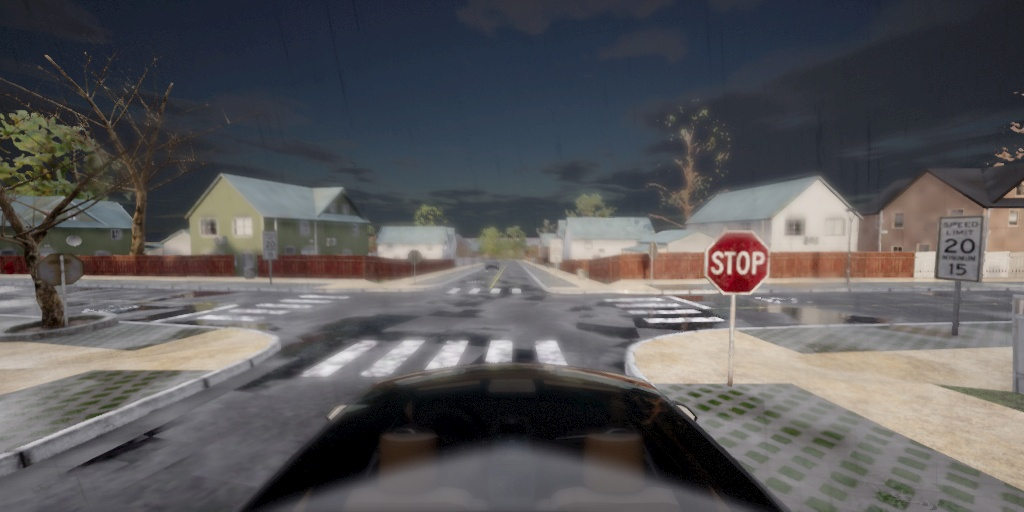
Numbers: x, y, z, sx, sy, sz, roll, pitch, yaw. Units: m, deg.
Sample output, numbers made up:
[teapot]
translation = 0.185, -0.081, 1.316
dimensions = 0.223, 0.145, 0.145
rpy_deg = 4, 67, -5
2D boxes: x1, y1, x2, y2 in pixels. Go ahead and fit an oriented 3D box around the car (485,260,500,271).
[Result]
[car]
translation = -2.735, 1.262, 50.704
dimensions = 1.837, 1.490, 4.892
rpy_deg = 0, 0, 0
